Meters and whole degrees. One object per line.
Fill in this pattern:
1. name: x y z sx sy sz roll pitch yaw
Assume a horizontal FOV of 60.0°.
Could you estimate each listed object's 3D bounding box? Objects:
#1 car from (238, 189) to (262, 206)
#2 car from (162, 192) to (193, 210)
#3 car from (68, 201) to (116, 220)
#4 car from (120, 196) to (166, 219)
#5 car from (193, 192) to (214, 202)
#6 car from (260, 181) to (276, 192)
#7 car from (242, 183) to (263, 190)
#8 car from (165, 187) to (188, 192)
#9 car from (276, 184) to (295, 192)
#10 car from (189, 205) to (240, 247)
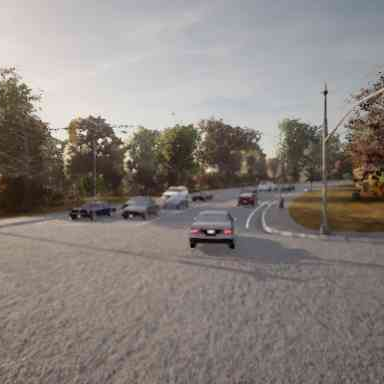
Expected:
1. car: 6.702 0.798 39.450 1.882 1.535 5.008 0 3 19
2. car: -1.708 1.064 36.802 1.812 1.442 4.674 0 2 17
3. car: -7.876 1.448 26.645 1.895 1.301 4.718 0 1 12
4. car: -4.109 1.368 27.684 2.033 1.411 5.357 0 1 11
5. car: 1.558 0.644 46.292 1.895 1.301 4.718 0 3 21
6. car: 14.629 -1.116 64.282 2.150 2.045 5.566 0 4 34
7. car: 9.561 -0.197 55.413 2.128 1.511 4.902 0 4 29
8. car: -2.259 0.345 46.081 2.150 2.045 5.566 0 3 19
9. car: 18.192 -0.818 63.359 1.895 1.301 4.718 0 4 34
10. car: 0.989 1.499 14.696 2.033 1.411 5.357 0 0 7
